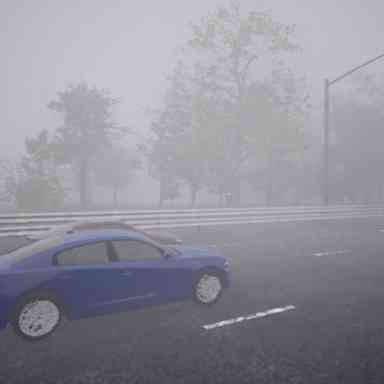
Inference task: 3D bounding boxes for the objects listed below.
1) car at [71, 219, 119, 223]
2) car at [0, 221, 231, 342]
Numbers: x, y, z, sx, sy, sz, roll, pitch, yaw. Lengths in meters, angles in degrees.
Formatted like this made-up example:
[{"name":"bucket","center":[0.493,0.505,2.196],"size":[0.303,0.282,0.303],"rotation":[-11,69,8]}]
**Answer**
[{"name":"car","center":[-2.483,1.533,10.004],"size":[4.674,1.442,1.812],"rotation":[0,0,-31]},{"name":"car","center":[-1.530,1.481,6.505],"size":[5.008,1.535,1.882],"rotation":[0,0,-31]}]
